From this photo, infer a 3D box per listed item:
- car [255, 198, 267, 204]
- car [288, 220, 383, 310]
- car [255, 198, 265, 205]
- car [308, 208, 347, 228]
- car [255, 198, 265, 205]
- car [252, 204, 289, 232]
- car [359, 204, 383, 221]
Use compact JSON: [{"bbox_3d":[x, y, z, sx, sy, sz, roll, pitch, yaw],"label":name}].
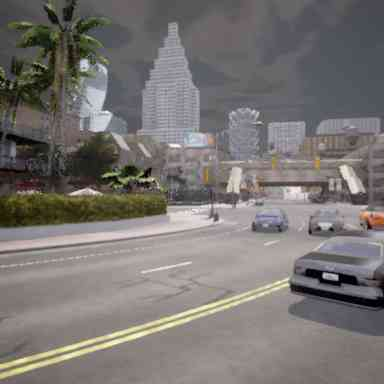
[{"bbox_3d":[18.669,2.477,90.063,2.231,1.521,4.892,0,-1,23],"label":"car"},{"bbox_3d":[4.253,1.647,8.047,2.033,1.411,5.357,0,-1,42],"label":"car"},{"bbox_3d":[14.908,2.289,73.280,2.097,1.535,5.008,0,-1,13],"label":"car"},{"bbox_3d":[8.313,1.734,20.370,2.128,1.511,4.902,0,-1,26],"label":"car"},{"bbox_3d":[16.215,2.233,79.573,2.185,1.767,4.553,0,-1,13],"label":"car"},{"bbox_3d":[5.373,1.791,22.296,1.812,1.442,4.674,0,-1,23],"label":"car"},{"bbox_3d":[13.063,1.638,23.221,2.097,1.767,4.553,0,-1,20],"label":"car"}]
